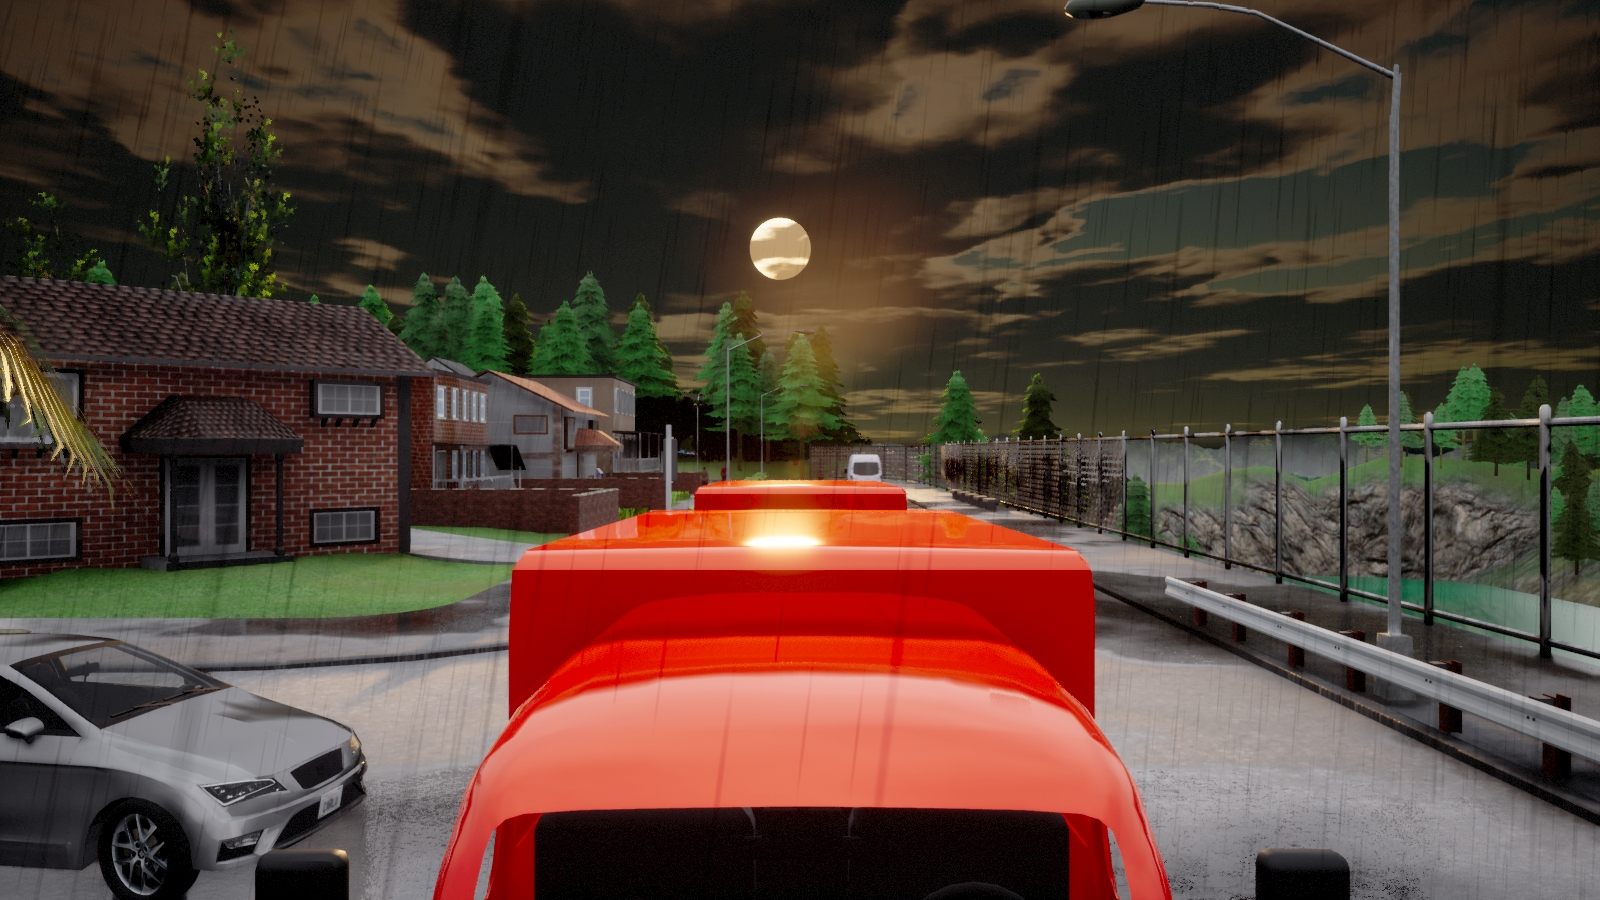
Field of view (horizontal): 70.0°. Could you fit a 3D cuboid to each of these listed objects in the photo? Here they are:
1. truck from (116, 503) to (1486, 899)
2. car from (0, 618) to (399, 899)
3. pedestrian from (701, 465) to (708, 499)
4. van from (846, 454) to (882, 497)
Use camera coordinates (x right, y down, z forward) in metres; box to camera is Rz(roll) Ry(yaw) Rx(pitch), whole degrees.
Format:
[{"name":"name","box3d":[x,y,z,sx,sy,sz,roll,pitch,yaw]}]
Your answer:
[{"name":"truck","box3d":[0.003,1.571,4.792,2.627,2.467,5.204,0,0,0]},{"name":"car","box3d":[-5.218,2.069,7.982,4.193,1.474,1.816,0,0,8]},{"name":"pedestrian","box3d":[-5.295,1.770,63.444,0.375,1.860,0.375,0,0,0]},{"name":"van","box3d":[3.991,1.563,72.121,1.988,2.561,5.915,0,0,0]}]
